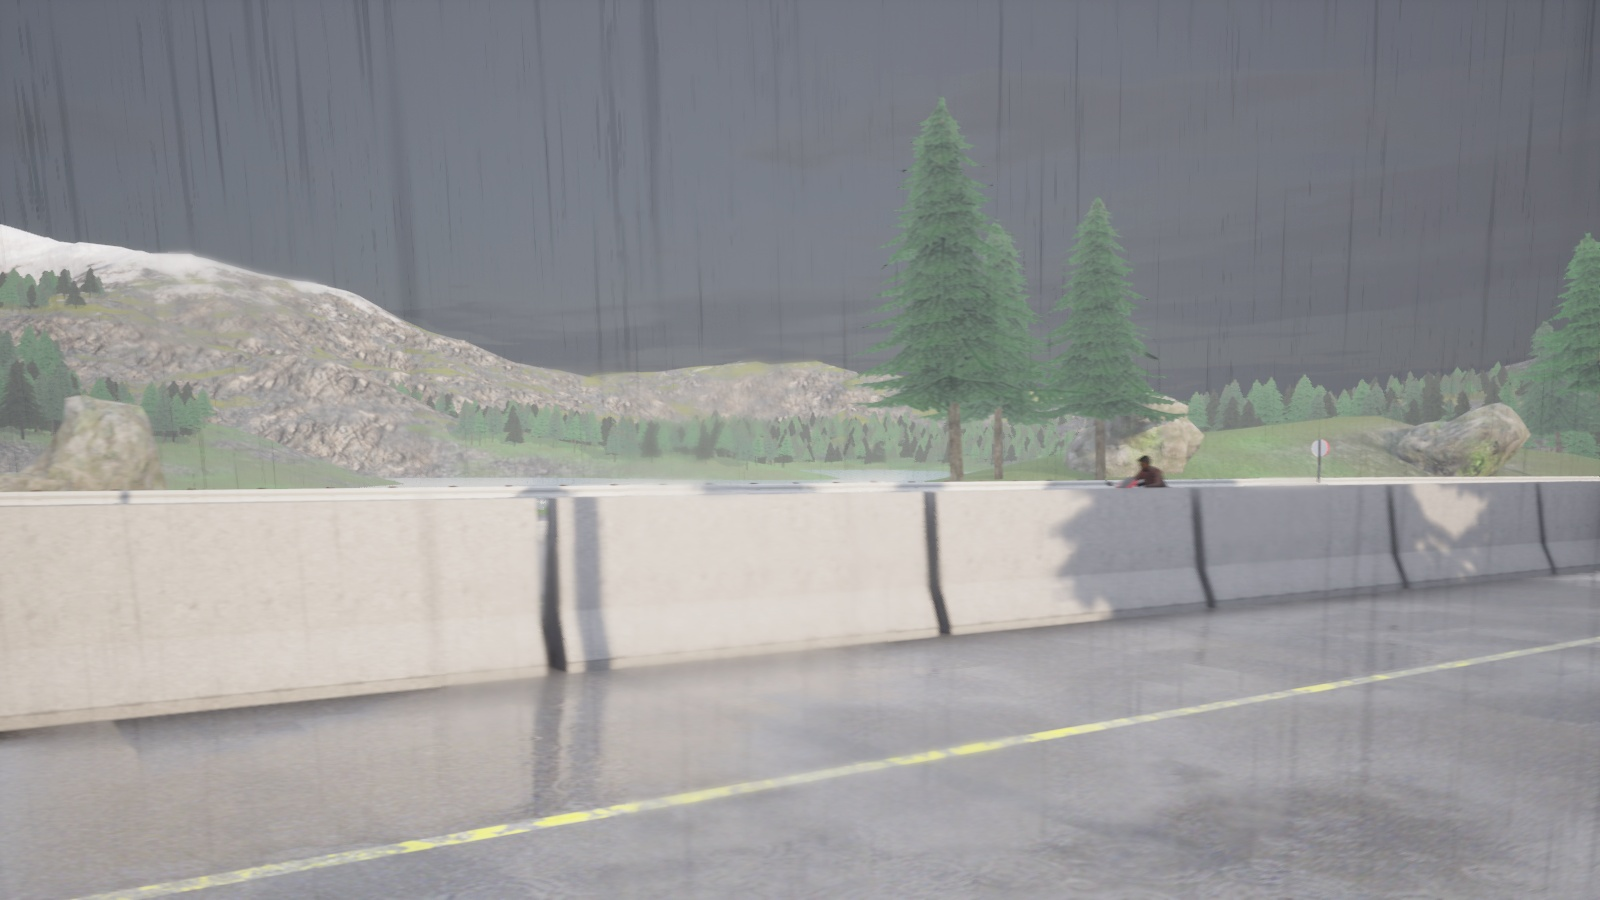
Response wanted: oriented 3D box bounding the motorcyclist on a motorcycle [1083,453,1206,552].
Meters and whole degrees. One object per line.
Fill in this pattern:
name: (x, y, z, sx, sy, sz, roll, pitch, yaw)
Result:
motorcyclist on a motorcycle: (5.593, 0.817, 20.346, 2.044, 1.523, 0.797, 0, 0, -35)
